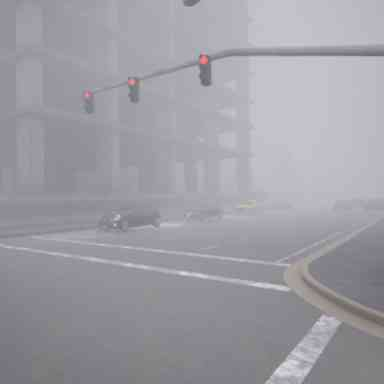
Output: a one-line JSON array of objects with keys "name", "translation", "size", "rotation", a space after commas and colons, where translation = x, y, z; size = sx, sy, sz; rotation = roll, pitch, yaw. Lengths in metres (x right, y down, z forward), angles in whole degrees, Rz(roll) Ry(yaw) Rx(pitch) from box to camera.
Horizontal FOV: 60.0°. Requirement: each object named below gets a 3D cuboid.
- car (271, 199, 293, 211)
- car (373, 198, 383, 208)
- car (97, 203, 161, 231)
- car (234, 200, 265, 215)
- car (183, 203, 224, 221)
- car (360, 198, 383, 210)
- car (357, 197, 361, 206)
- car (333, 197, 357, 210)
[{"name": "car", "translation": [12.429, 1.768, 45.753], "size": [1.812, 1.442, 4.674], "rotation": [-1, -1, 36]}, {"name": "car", "translation": [29.241, 1.624, 51.050], "size": [1.994, 1.385, 4.181], "rotation": [-1, -1, 35]}, {"name": "car", "translation": [-4.152, 1.590, 22.430], "size": [2.097, 1.767, 4.553], "rotation": [-1, -1, 36]}, {"name": "car", "translation": [6.566, 1.719, 37.539], "size": [1.882, 1.535, 5.008], "rotation": [-1, -1, 36]}, {"name": "car", "translation": [1.115, 1.731, 29.852], "size": [2.128, 1.511, 4.902], "rotation": [-1, -1, 35]}, {"name": "car", "translation": [23.592, 1.622, 43.088], "size": [1.994, 1.385, 4.181], "rotation": [-1, -1, 36]}, {"name": "car", "translation": [26.026, 1.599, 52.566], "size": [1.882, 1.535, 5.008], "rotation": [-1, -1, 35]}, {"name": "car", "translation": [20.281, 1.683, 44.450], "size": [1.994, 1.385, 4.181], "rotation": [-1, -1, 35]}]
